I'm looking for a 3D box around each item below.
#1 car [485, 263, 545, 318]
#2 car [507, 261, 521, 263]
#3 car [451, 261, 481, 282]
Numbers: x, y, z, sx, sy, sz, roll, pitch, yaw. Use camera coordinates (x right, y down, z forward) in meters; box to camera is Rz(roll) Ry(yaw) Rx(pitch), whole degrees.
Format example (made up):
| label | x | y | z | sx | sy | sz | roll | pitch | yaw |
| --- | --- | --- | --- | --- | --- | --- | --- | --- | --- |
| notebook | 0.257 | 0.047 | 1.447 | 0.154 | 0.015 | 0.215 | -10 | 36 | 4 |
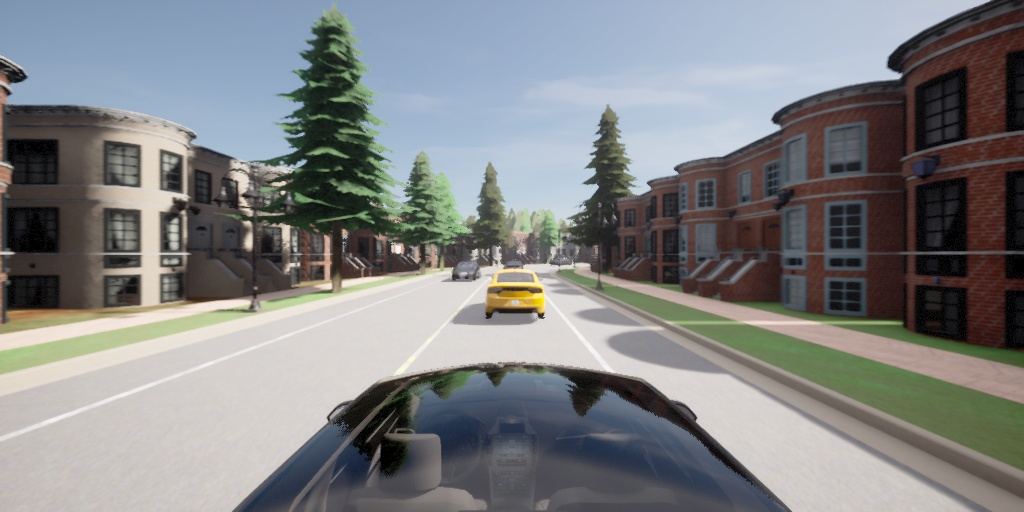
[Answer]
| label | x | y | z | sx | sy | sz | roll | pitch | yaw |
| --- | --- | --- | --- | --- | --- | --- | --- | --- | --- |
| car | 0.100 | 1.202 | 12.941 | 1.882 | 1.535 | 5.008 | 0 | 0 | 0 |
| car | 0.189 | 1.169 | 33.206 | 2.128 | 1.511 | 4.902 | 0 | 0 | 2 |
| car | -3.534 | 1.180 | 28.270 | 2.128 | 1.511 | 4.902 | 0 | 0 | 1 |
